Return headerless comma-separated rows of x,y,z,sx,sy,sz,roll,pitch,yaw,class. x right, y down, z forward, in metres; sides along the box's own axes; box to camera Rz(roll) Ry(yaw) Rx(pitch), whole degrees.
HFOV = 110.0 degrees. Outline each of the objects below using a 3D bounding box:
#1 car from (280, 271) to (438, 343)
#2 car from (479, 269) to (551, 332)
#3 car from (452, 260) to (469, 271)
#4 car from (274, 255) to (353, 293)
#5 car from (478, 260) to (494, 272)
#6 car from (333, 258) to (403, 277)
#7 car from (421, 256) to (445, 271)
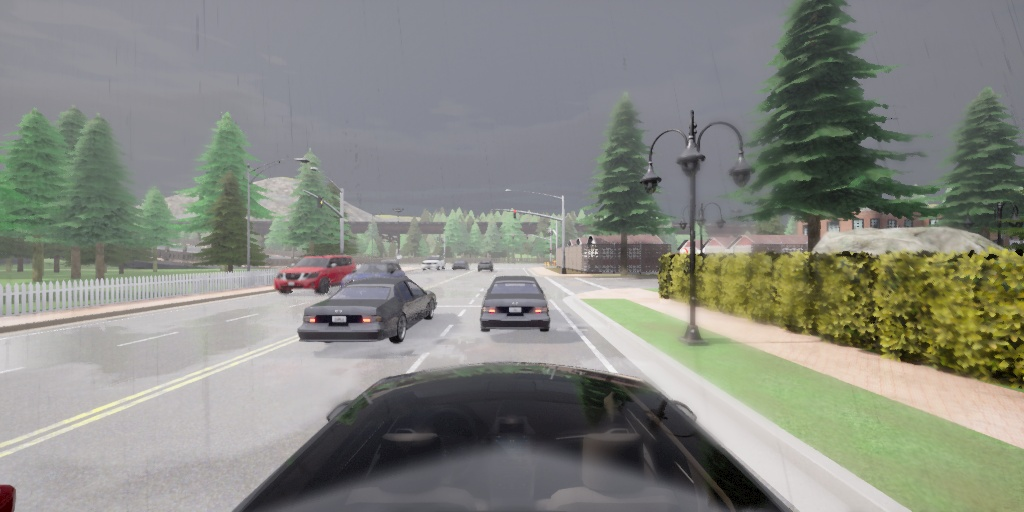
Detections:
-3.416,1.297,9.624,2.033,1.411,5.357,0,0,0,car
0.085,1.297,10.839,2.033,1.411,5.357,0,0,0,car
-7.035,1.298,49.434,2.033,1.411,5.357,0,0,1,car
-10.598,0.971,19.984,2.150,2.045,5.566,0,0,0,car
-3.395,1.241,46.713,2.128,1.511,4.902,0,0,0,car
-7.099,1.102,18.819,2.097,1.767,4.553,0,0,0,car
-10.546,0.973,48.350,2.150,2.045,5.566,0,0,1,car
